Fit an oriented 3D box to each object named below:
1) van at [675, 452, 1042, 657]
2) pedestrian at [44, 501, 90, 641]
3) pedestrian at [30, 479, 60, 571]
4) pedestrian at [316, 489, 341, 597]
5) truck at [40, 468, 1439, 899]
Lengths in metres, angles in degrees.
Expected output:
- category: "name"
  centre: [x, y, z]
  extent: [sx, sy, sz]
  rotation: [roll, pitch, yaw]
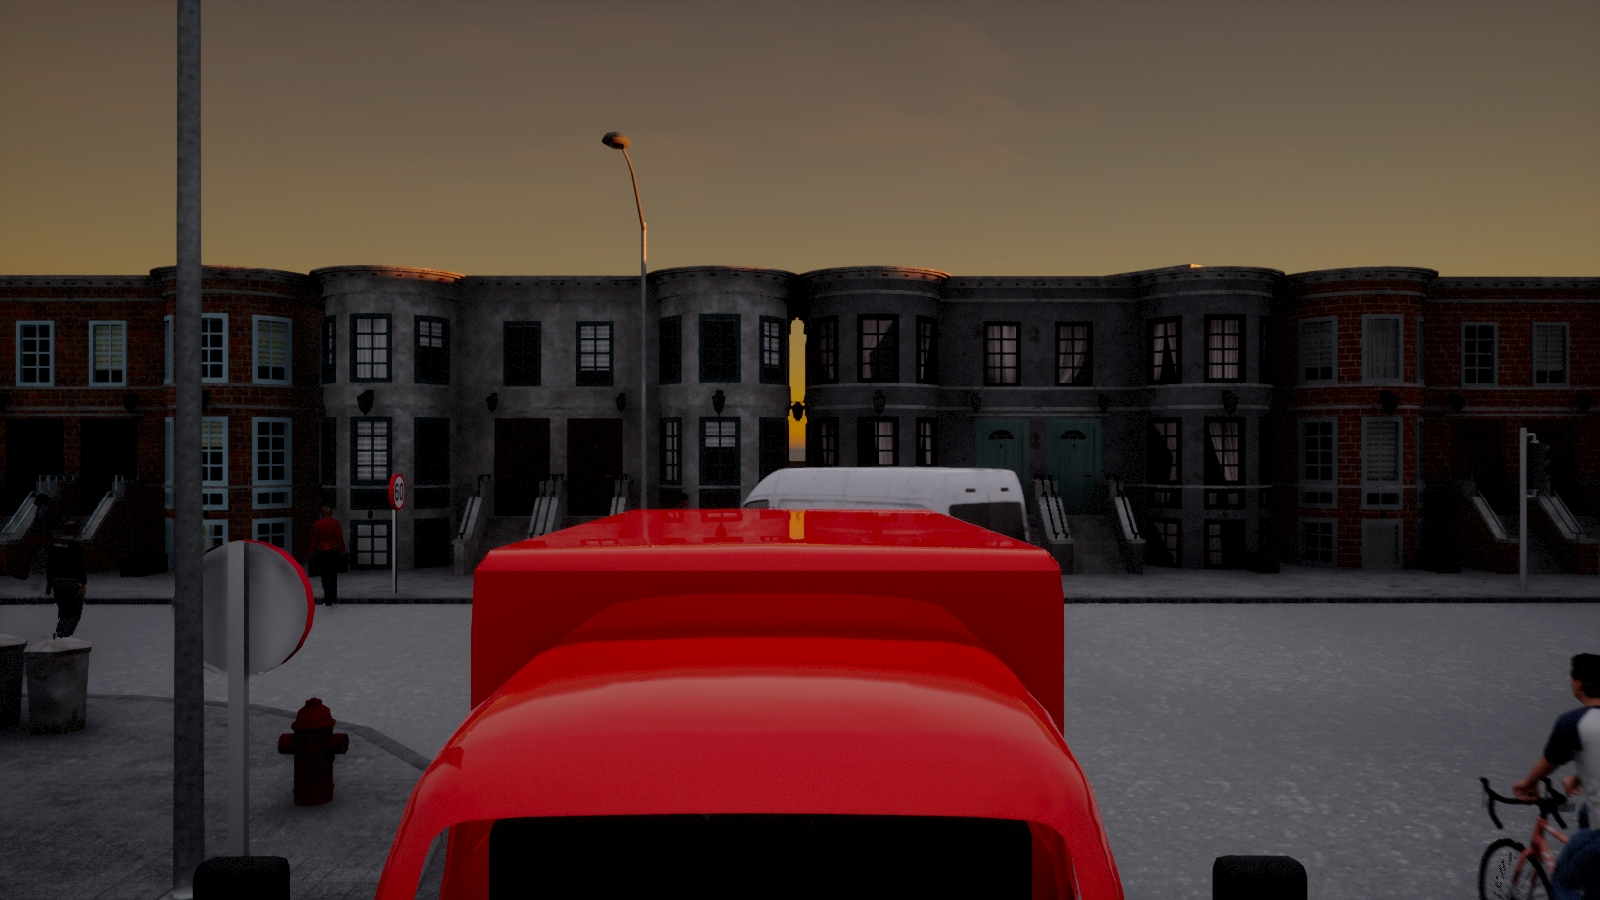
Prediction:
- category: "van"
  centre: [0.626, 1.314, 17.200]
  extent: [1.988, 2.561, 5.915]
  rotation: [0, 0, -41]
- category: "pedestrian"
  centre: [-9.946, 1.629, 15.509]
  extent: [0.375, 1.860, 0.375]
  rotation: [0, 0, 11]
- category: "pedestrian"
  centre: [-15.499, 1.526, 23.465]
  extent: [0.375, 1.860, 0.375]
  rotation: [0, 0, -2]
- category: "pedestrian"
  centre: [-8.296, 1.629, 20.096]
  extent: [0.375, 1.860, 0.375]
  rotation: [0, 0, -29]
- category: "truck"
  centre: [-0.117, 1.348, 4.748]
  extent: [2.627, 2.467, 5.204]
  rotation: [0, 0, 0]
